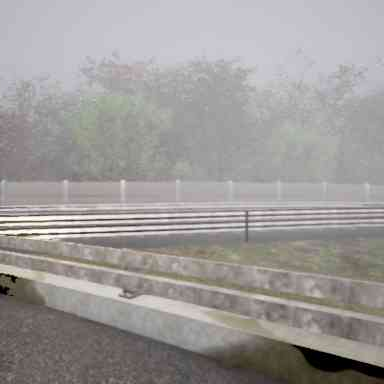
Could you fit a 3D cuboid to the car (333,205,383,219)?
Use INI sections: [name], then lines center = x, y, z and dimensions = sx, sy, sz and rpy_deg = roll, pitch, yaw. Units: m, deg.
[car]
center = 11.959, 1.523, 22.309
dimensions = 4.718, 1.301, 1.895
rpy_deg = 0, 0, -14
